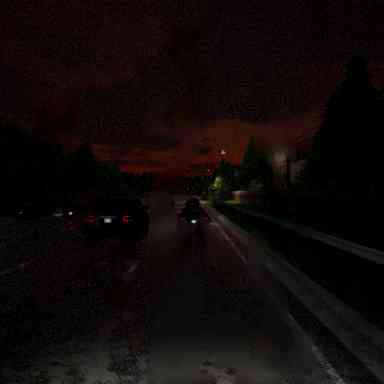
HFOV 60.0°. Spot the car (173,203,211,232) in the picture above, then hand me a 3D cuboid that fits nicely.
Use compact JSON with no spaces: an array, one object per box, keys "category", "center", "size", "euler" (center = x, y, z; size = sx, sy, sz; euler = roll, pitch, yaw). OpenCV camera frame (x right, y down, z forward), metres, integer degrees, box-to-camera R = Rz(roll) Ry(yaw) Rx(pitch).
[{"category":"car","center":[0.096,1.593,20.170],"size":[1.994,1.385,4.181],"euler":[0,0,0]}]

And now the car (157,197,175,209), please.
[{"category":"car","center":[-3.405,1.572,46.689],"size":[1.837,1.490,4.892],"euler":[0,0,0]}]

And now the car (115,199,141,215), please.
[{"category":"car","center":[-6.903,1.529,36.335],"size":[1.882,1.535,5.008],"euler":[0,0,0]}]

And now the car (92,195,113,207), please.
[{"category":"car","center":[-13.904,1.424,51.783],"size":[2.097,1.767,4.553],"euler":[0,0,0]}]

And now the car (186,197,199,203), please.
[{"category":"car","center":[0.093,1.548,49.681],"size":[1.882,1.535,5.008],"euler":[0,0,0]}]

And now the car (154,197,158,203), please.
[{"category":"car","center":[-6.904,1.614,62.276],"size":[1.812,1.442,4.674],"euler":[0,0,0]}]

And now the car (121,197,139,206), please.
[{"category":"car","center":[-10.406,1.572,56.493],"size":[2.128,1.511,4.902],"euler":[0,0,0]}]

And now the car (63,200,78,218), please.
[{"category":"car","center":[-10.403,1.549,30.918],"size":[1.837,1.490,4.892],"euler":[0,0,0]}]

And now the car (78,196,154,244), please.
[{"category":"car","center":[-3.402,1.246,16.114],"size":[2.150,2.045,5.566],"euler":[0,0,0]}]

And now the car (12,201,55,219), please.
[{"category":"car","center":[-13.905,1.519,29.494],"size":[1.882,1.535,5.008],"euler":[0,0,0]}]
